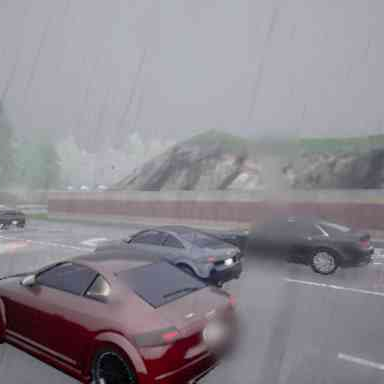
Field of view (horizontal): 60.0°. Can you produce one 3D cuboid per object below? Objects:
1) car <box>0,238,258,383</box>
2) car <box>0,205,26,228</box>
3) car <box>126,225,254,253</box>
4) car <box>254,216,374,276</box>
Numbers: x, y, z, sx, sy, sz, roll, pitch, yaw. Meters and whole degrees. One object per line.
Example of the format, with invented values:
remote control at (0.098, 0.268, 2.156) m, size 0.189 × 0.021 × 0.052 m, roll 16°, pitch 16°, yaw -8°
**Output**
car at (-1.404, 1.584, 4.995) m, size 4.181 × 1.385 × 1.994 m, roll 0°, pitch 0°, yaw 36°
car at (-12.719, 1.619, 21.673) m, size 4.892 × 1.490 × 1.837 m, roll 0°, pitch 0°, yaw 36°
car at (-0.780, 1.593, 8.851) m, size 4.181 × 1.385 × 1.994 m, roll 0°, pitch 0°, yaw 36°
car at (2.938, 1.523, 10.497) m, size 4.892 × 1.490 × 1.837 m, roll 0°, pitch 0°, yaw 36°
